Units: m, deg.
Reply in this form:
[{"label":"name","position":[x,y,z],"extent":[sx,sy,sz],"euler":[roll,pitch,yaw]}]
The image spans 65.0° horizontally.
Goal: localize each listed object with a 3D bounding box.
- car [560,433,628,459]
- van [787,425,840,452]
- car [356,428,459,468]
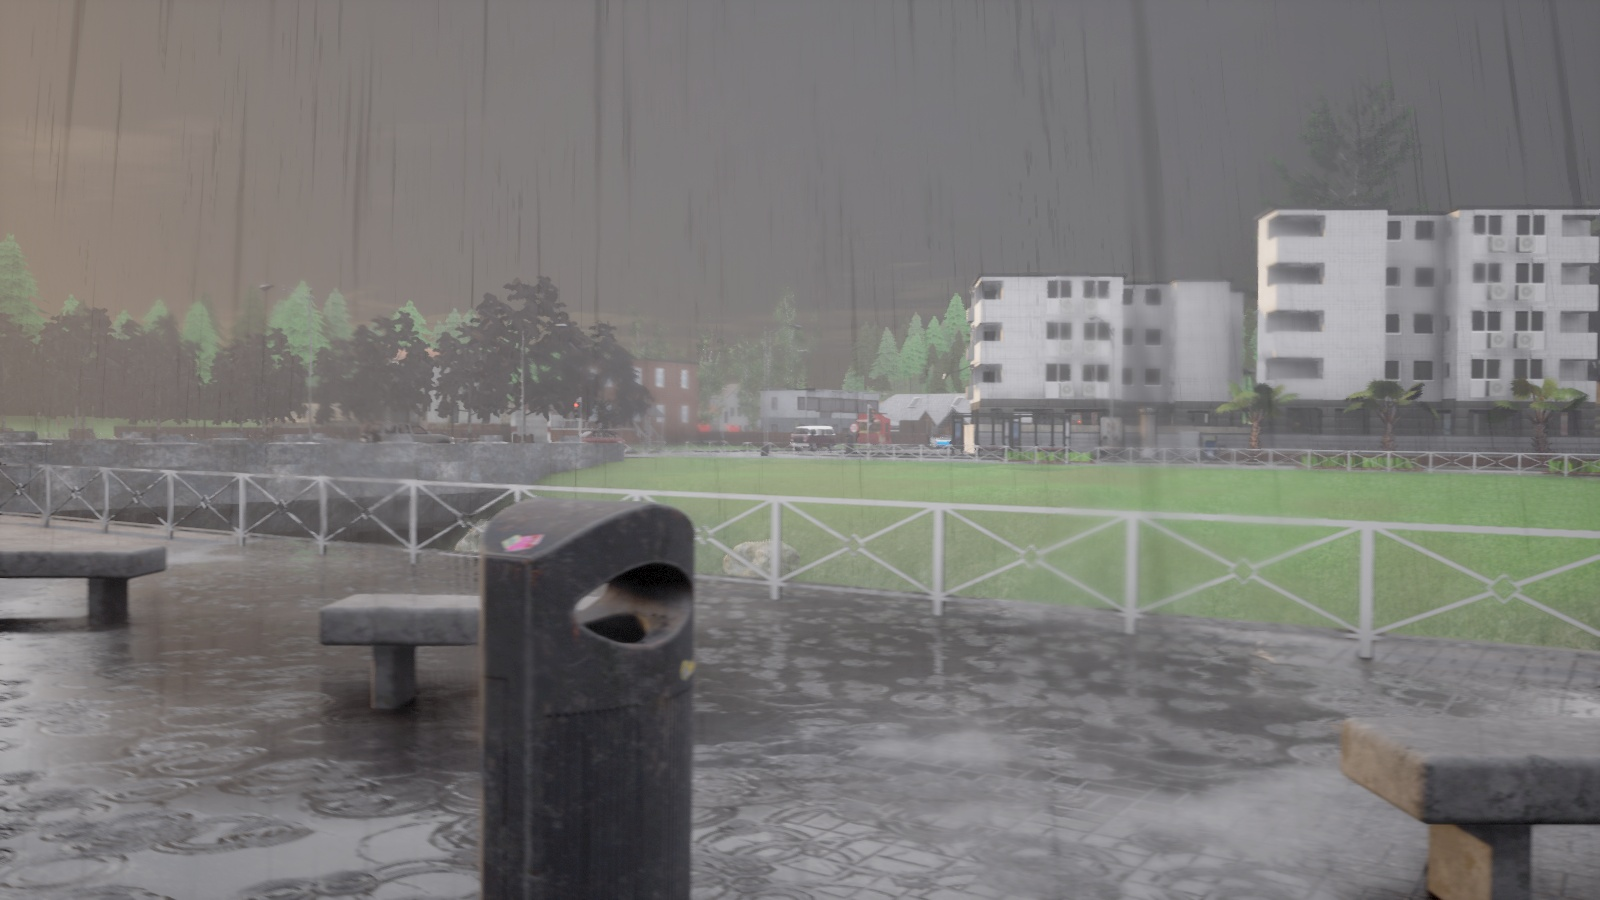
[{"label":"car","position":[-12.742,-0.236,77.741],"extent":[3.705,1.549,1.789],"euler":[-1,1,-37]},{"label":"van","position":[1.114,-0.912,99.417],"extent":[2.069,2.038,4.480],"euler":[0,1,34]},{"label":"car","position":[-19.211,-0.119,61.642],"extent":[1.932,1.855,4.605],"euler":[0,1,35]}]
